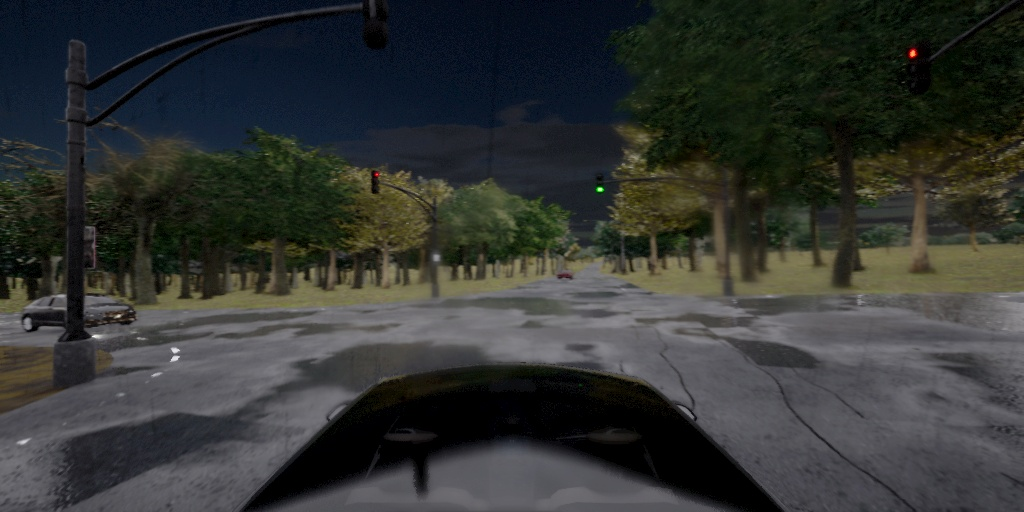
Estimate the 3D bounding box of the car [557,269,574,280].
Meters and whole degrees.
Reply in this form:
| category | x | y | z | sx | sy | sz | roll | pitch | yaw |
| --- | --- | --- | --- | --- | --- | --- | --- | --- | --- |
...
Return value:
| category | x | y | z | sx | sy | sz | roll | pitch | yaw |
| --- | --- | --- | --- | --- | --- | --- | --- | --- | --- |
| car | 6.555 | 2.302 | 44.035 | 1.895 | 1.301 | 4.718 | -1 | -1 | 12 |

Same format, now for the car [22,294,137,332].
| category | x | y | z | sx | sy | sz | roll | pitch | yaw |
| --- | --- | --- | --- | --- | --- | --- | --- | --- | --- |
| car | -18.993 | 2.426 | 15.752 | 4.892 | 1.490 | 1.837 | -3 | -2 | 15 |
